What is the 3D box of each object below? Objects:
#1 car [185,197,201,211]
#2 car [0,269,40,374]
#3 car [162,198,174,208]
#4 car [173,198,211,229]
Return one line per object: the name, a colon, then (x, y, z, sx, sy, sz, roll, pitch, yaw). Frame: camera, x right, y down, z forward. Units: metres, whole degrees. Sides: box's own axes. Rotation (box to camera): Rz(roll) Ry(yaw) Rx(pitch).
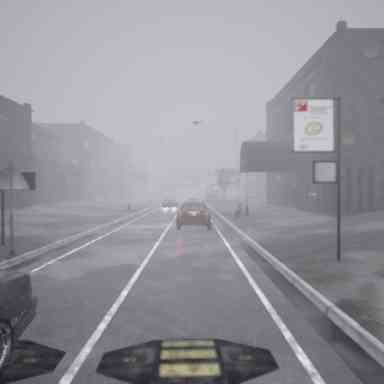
car: (0.112, 1.440, 40.407, 1.837, 1.490, 4.892, 0, 0, 0)
car: (-3.096, 1.504, 2.457, 2.033, 1.411, 5.357, 0, 2, 0)
car: (-3.061, 1.473, 46.585, 1.994, 1.385, 4.181, 0, 0, 0)
car: (0.106, 1.338, 21.805, 2.097, 1.767, 4.553, 0, 0, 0)
